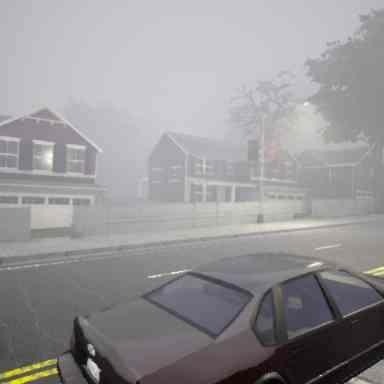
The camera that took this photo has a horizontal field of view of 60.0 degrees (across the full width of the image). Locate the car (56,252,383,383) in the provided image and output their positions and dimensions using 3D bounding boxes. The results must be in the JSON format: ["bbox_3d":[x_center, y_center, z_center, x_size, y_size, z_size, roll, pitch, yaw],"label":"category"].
[{"bbox_3d":[1.188,1.546,4.312,5.357,1.411,2.033,0,0,-36],"label":"car"}]
